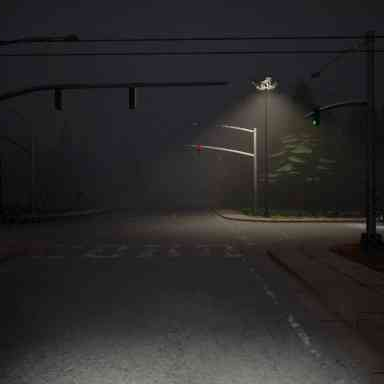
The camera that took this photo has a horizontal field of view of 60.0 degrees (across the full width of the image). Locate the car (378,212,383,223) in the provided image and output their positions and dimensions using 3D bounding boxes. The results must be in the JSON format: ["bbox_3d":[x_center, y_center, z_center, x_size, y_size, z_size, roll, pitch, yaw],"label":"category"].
[{"bbox_3d":[15.077,1.510,22.160,4.892,1.490,1.837,-1,0,1],"label":"car"}]
